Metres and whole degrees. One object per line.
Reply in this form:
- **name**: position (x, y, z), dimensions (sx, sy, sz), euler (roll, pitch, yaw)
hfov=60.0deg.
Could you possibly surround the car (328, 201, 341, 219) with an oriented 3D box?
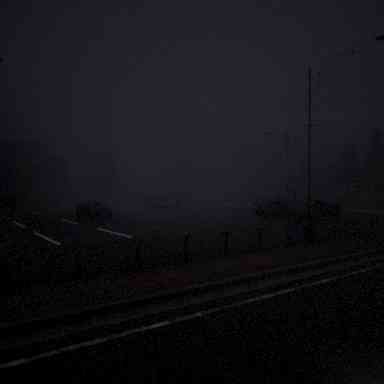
- **car**: position (9.520, 1.337, 26.641), dimensions (2.007, 1.523, 4.514), euler (0, 0, -36)

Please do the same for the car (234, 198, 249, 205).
- **car**: position (9.315, 1.615, 56.748), dimensions (1.895, 1.301, 4.718), euler (0, 0, -36)

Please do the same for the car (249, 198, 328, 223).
- **car**: position (7.008, 1.328, 24.762), dimensions (2.152, 1.636, 5.027), euler (0, 0, -36)

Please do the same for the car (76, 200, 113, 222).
- **car**: position (-7.088, 1.317, 24.046), dimensions (1.845, 1.501, 3.633), euler (0, 0, -36)

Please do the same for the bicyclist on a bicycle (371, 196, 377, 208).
- **bicyclist on a bicycle**: position (23.853, 1.299, 43.575), dimensions (1.656, 1.620, 0.582), euler (0, 0, -36)

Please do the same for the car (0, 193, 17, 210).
- **car**: position (-20.876, 1.095, 36.970), dimensions (1.932, 1.855, 4.605), euler (0, 0, -36)

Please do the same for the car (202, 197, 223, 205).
- **car**: position (3.548, 1.559, 58.671), dimensions (1.812, 1.442, 4.674), euler (0, 0, -36)

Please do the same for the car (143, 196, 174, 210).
- **car**: position (-3.802, 1.382, 39.979), dimensions (1.970, 1.475, 3.806), euler (0, 0, -36)
